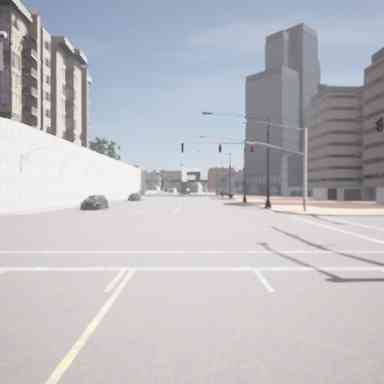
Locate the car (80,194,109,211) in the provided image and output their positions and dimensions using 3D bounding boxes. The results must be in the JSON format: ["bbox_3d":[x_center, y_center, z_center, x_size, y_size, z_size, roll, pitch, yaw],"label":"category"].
[{"bbox_3d":[-10.488,1.047,35.985,2.097,1.767,4.553,0,0,0],"label":"car"}]

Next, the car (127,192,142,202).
[{"bbox_3d":[-10.484,0.836,61.029,2.097,1.767,4.553,0,0,0],"label":"car"}]
